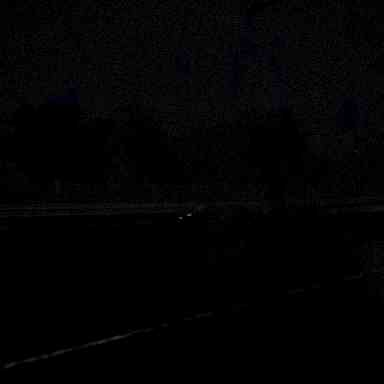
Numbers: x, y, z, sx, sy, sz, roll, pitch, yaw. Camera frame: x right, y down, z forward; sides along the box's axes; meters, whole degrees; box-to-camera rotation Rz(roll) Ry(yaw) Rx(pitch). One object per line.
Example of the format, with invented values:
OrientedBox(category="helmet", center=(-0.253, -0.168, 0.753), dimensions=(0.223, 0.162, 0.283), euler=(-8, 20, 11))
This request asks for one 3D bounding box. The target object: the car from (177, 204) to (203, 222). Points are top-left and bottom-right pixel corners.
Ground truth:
OrientedBox(category="car", center=(1.062, 1.676, 26.251), dimensions=(4.674, 1.442, 1.812), euler=(0, 0, -35))

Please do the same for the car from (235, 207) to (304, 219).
OrientedBox(category="car", center=(5.133, 1.676, 20.555), dimensions=(4.674, 1.442, 1.812), euler=(0, 0, -36))

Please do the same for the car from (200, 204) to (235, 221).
OrientedBox(category="car", center=(3.017, 1.714, 23.345), dimensions=(4.181, 1.385, 1.994), euler=(0, 0, -35))
